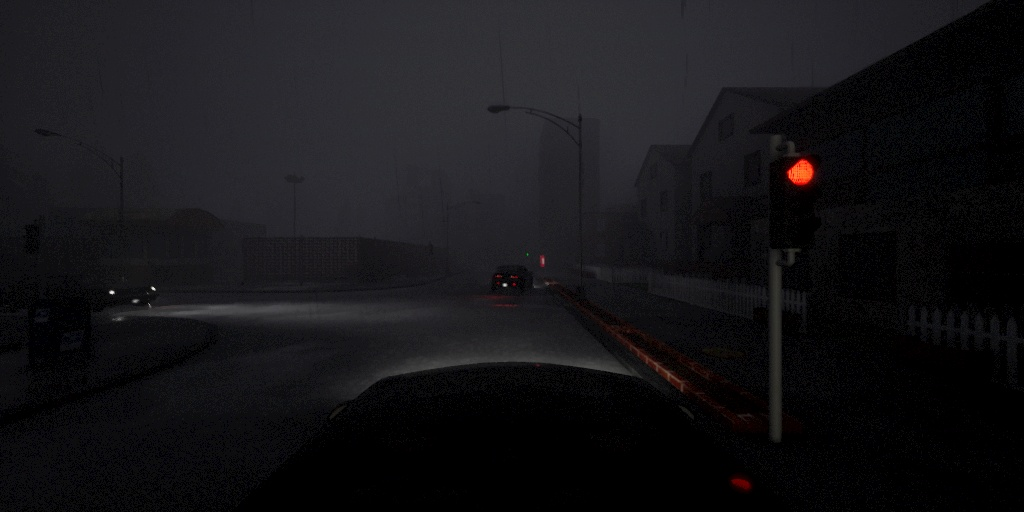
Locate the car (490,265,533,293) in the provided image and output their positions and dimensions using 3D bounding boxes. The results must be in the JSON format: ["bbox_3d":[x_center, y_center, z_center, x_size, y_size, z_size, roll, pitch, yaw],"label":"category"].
[{"bbox_3d":[0.067,1.250,20.965,1.837,1.490,4.892,3,0,10],"label":"car"}]

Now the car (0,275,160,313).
[{"bbox_3d":[-16.094,1.348,13.230,4.718,1.301,1.895,0,0,0],"label":"car"}]

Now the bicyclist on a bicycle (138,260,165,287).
[{"bbox_3d":[-21.728,1.094,21.633,0.582,1.620,1.656,0,0,0],"label":"bicyclist on a bicycle"}]
